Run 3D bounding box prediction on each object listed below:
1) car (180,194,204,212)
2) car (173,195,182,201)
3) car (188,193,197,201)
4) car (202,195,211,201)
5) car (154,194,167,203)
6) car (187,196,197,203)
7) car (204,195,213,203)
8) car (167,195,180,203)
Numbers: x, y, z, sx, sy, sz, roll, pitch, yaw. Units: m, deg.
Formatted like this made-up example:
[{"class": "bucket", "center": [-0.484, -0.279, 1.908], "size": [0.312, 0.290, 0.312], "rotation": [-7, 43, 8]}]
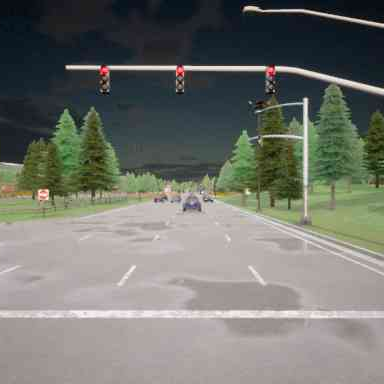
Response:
[{"class": "car", "center": [0.008, 1.352, 39.720], "size": [2.097, 1.767, 4.553], "rotation": [0, 0, 0]}, {"class": "car", "center": [-3.484, 1.372, 80.783], "size": [2.033, 1.411, 5.357], "rotation": [0, 0, 0]}, {"class": "car", "center": [0.016, 1.188, 80.753], "size": [2.097, 1.767, 4.553], "rotation": [0, 0, 0]}, {"class": "car", "center": [3.516, 1.372, 80.782], "size": [2.033, 1.411, 5.357], "rotation": [0, 0, 0]}, {"class": "car", "center": [-6.986, 1.517, 70.781], "size": [1.812, 1.442, 4.674], "rotation": [0, 0, 0]}, {"class": "car", "center": [0.014, 1.544, 70.746], "size": [1.994, 1.385, 4.181], "rotation": [0, 0, 0]}, {"class": "car", "center": [3.514, 1.588, 70.809], "size": [1.895, 1.301, 4.718], "rotation": [0, 0, 0]}, {"class": "car", "center": [-3.486, 1.531, 70.363], "size": [2.033, 1.411, 5.357], "rotation": [0, 0, 0]}]
